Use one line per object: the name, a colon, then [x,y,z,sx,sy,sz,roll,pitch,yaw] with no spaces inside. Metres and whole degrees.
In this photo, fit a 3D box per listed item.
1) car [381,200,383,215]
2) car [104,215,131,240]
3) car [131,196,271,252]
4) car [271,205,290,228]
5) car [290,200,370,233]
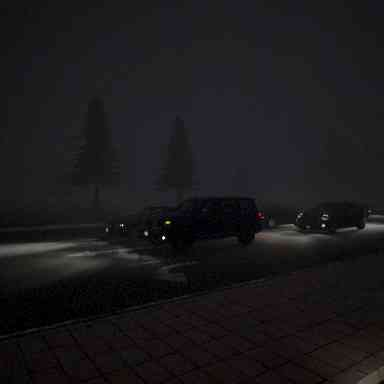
car: [20.780,1.505,32.822,4.892,1.490,1.837,0,0,-35]
car: [-1.911,1.492,16.740,4.902,1.511,2.128,0,0,-35]
car: [0.538,1.221,14.195,5.566,2.045,2.150,0,0,-34]
car: [5.350,1.564,21.921,4.181,1.385,1.994,0,0,-36]
car: [8.252,1.352,19.685,4.553,1.767,2.097,0,0,-35]
